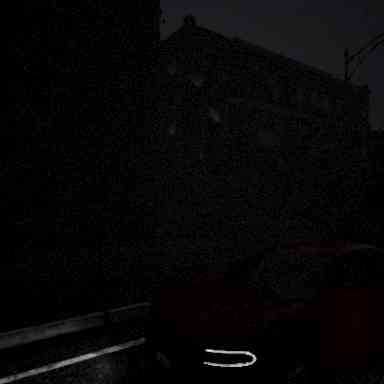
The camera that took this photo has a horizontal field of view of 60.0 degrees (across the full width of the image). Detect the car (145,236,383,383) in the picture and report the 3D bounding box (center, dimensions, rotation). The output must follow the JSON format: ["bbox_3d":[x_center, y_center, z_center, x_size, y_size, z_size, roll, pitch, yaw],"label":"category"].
[{"bbox_3d":[1.730,1.483,4.916,5.008,1.535,1.882,0,0,-35],"label":"car"}]
